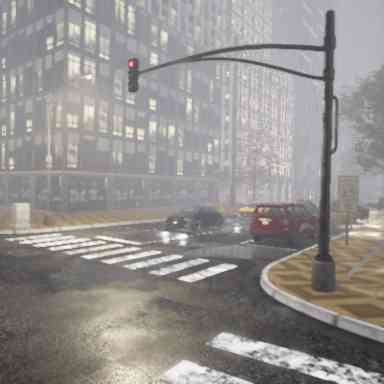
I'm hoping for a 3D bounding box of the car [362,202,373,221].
[{"bbox_3d":[14.621,1.813,29.818,1.802,1.307,4.206,1,0,36],"label":"car"}]

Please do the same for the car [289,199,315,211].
[{"bbox_3d":[14.583,1.652,43.861,1.947,1.339,4.313,1,0,36],"label":"car"}]

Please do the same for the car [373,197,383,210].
[{"bbox_3d":[28.036,1.698,47.960,2.192,1.841,5.009,1,0,36],"label":"car"}]

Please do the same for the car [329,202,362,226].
[{"bbox_3d":[11.370,1.718,25.419,1.752,1.417,4.829,1,0,36],"label":"car"}]

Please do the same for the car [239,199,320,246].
[{"bbox_3d":[4.568,1.427,16.210,2.192,1.841,5.009,1,0,36],"label":"car"}]

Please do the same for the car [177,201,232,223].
[{"bbox_3d":[1.076,1.454,25.588,1.752,1.417,4.829,1,0,36],"label":"car"}]

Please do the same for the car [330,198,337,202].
[{"bbox_3d":[14.532,1.537,34.035,2.097,1.767,4.553,2,1,37],"label":"car"}]

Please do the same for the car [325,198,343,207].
[{"bbox_3d":[24.537,1.723,57.325,1.752,1.417,4.829,1,0,36],"label":"car"}]

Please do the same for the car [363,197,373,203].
[{"bbox_3d":[29.695,1.957,54.560,1.895,1.301,4.718,2,1,36],"label":"car"}]

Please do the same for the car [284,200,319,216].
[{"bbox_3d":[11.843,1.647,35.776,2.033,1.411,5.357,2,1,36],"label":"car"}]

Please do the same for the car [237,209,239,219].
[{"bbox_3d":[5.518,1.503,27.218,1.882,1.535,5.008,2,1,36],"label":"car"}]

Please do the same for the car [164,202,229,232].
[{"bbox_3d":[0.248,1.527,20.097,1.994,1.385,4.181,2,1,36],"label":"car"}]
